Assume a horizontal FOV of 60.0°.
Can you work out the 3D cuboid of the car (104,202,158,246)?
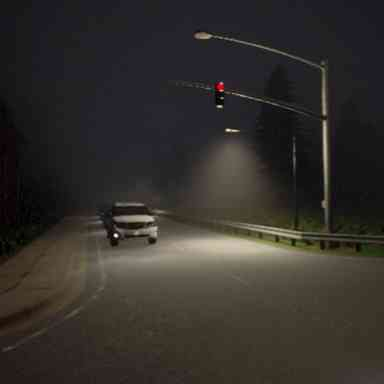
[{"bbox_3d":[-3.344,1.591,17.845,2.150,2.045,5.566,-1,-1,-17],"label":"car"}]

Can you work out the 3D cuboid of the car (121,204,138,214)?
[{"bbox_3d":[-9.554,2.597,50.549,1.895,1.301,4.718,-1,-1,-17],"label":"car"}]

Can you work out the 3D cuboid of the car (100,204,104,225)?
[{"bbox_3d":[-6.275,2.049,27.372,1.882,1.535,5.008,-1,-1,-17],"label":"car"}]

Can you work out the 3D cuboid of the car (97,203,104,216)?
[{"bbox_3d":[-9.077,2.269,36.479,1.837,1.490,4.892,-1,-1,-17],"label":"car"}]

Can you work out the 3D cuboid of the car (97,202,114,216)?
[{"bbox_3d":[-12.019,2.321,46.138,2.097,1.767,4.553,-1,-1,-17],"label":"car"}]
